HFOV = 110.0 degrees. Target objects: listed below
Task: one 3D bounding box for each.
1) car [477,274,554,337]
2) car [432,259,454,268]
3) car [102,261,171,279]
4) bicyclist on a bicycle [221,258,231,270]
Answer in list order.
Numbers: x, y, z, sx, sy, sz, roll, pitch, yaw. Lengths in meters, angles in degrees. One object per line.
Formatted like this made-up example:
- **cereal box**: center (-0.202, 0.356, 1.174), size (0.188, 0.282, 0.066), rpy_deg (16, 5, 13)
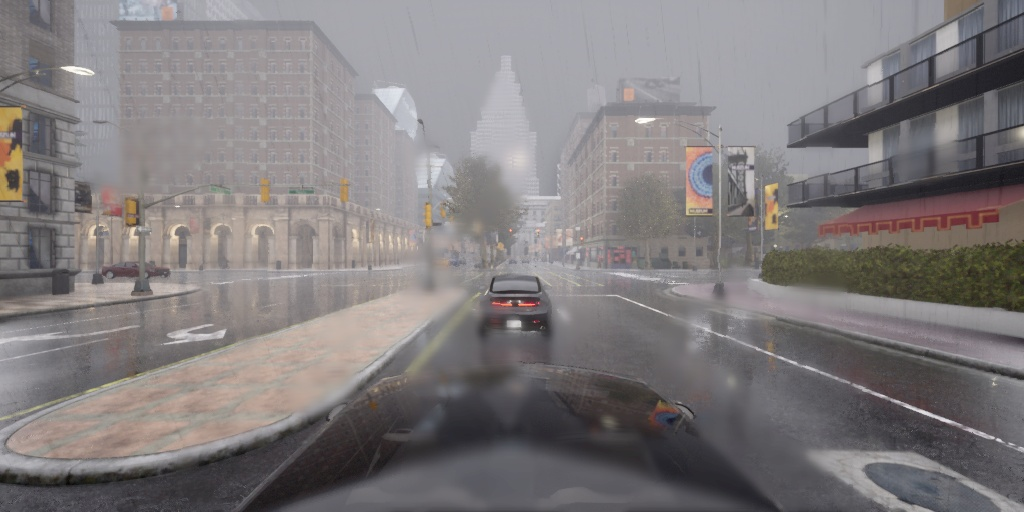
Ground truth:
- **car**: center (0.095, 1.255, 10.248), size (1.837, 1.490, 4.892), rpy_deg (0, 0, 0)
- **car**: center (-11.450, 1.228, 59.578), size (1.882, 1.535, 5.008), rpy_deg (0, 0, 0)
- **car**: center (-33.654, 1.228, 32.203), size (5.008, 1.535, 1.882), rpy_deg (0, 0, 0)
- **bicyclist on a bicycle**: center (-37.204, 1.050, 46.660), size (0.582, 1.620, 1.656), rpy_deg (0, 0, 0)
